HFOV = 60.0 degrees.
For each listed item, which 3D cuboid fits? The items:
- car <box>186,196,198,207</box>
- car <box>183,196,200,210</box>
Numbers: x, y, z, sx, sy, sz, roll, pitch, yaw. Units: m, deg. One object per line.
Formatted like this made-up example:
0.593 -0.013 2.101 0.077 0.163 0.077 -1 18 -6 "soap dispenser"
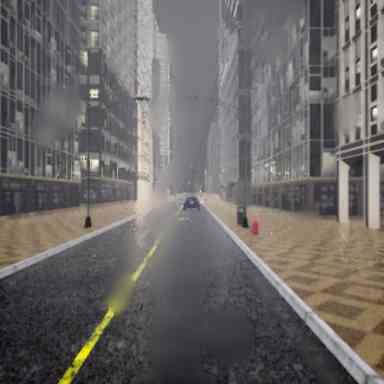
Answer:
-0.022 1.490 52.150 1.837 1.490 4.892 0 0 0 "car"
-0.020 1.340 41.720 2.097 1.767 4.553 0 0 0 "car"
